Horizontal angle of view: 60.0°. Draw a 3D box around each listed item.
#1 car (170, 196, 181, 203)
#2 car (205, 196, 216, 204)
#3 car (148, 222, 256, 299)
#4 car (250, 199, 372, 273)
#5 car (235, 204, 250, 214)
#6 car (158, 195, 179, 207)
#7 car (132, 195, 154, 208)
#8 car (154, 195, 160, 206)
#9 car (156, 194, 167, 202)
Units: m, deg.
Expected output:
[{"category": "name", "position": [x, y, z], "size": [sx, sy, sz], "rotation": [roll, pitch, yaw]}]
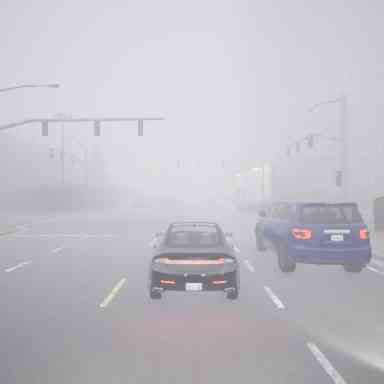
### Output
[{"category": "car", "position": [-3.530, 1.540, 71.904], "size": [2.033, 1.411, 5.357], "rotation": [0, 0, 0]}, {"category": "car", "position": [3.574, 1.491, 64.913], "size": [2.128, 1.511, 4.902], "rotation": [0, 0, 0]}, {"category": "car", "position": [0.053, 1.492, 8.417], "size": [2.128, 1.511, 4.902], "rotation": [0, 0, 0]}, {"category": "car", "position": [3.567, 1.221, 10.862], "size": [2.150, 2.045, 5.566], "rotation": [0, 0, 0]}, {"category": "car", "position": [7.002, 1.642, 35.641], "size": [4.718, 1.301, 1.895], "rotation": [1, 0, 0]}, {"category": "car", "position": [-3.608, 1.547, 51.909], "size": [2.033, 1.411, 5.357], "rotation": [0, 0, 0]}, {"category": "car", "position": [-7.165, 1.352, 47.291], "size": [2.097, 1.767, 4.553], "rotation": [0, 0, 2]}, {"category": "car", "position": [-7.108, 1.352, 56.115], "size": [2.097, 1.767, 4.553], "rotation": [0, 0, 0]}, {"category": "car", "position": [-7.031, 1.355, 76.483], "size": [2.097, 1.767, 4.553], "rotation": [0, 0, 0]}]
